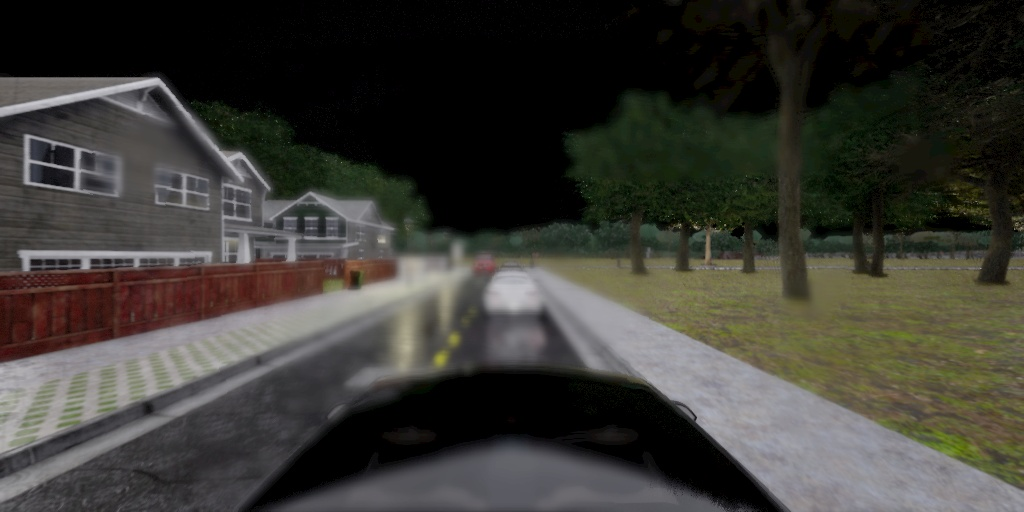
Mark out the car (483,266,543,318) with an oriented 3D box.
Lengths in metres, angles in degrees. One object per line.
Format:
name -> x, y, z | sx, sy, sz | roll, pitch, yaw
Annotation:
car -> 0.069, 1.264, 12.783 | 1.812, 1.442, 4.674 | 0, 0, 0

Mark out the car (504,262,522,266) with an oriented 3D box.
car -> 0.060, 1.215, 29.397 | 2.128, 1.511, 4.902 | 0, 0, 0

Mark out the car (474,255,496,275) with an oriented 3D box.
car -> -2.867, 0.937, 39.012 | 2.150, 2.045, 5.566 | 0, 0, 0
